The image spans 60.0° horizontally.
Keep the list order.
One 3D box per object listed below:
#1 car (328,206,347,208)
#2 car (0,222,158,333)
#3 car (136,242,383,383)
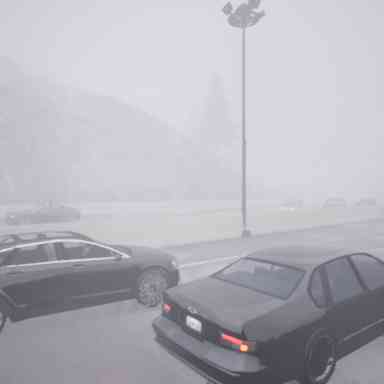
[{"bbox_3d":[19.452,1.451,45.355,2.097,1.767,4.553,0,0,42],"label":"car"},{"bbox_3d":[-2.478,1.508,6.385,4.902,1.511,2.128,0,0,-36],"label":"car"},{"bbox_3d":[2.020,1.560,5.334,5.357,1.411,2.033,0,0,-37],"label":"car"}]
